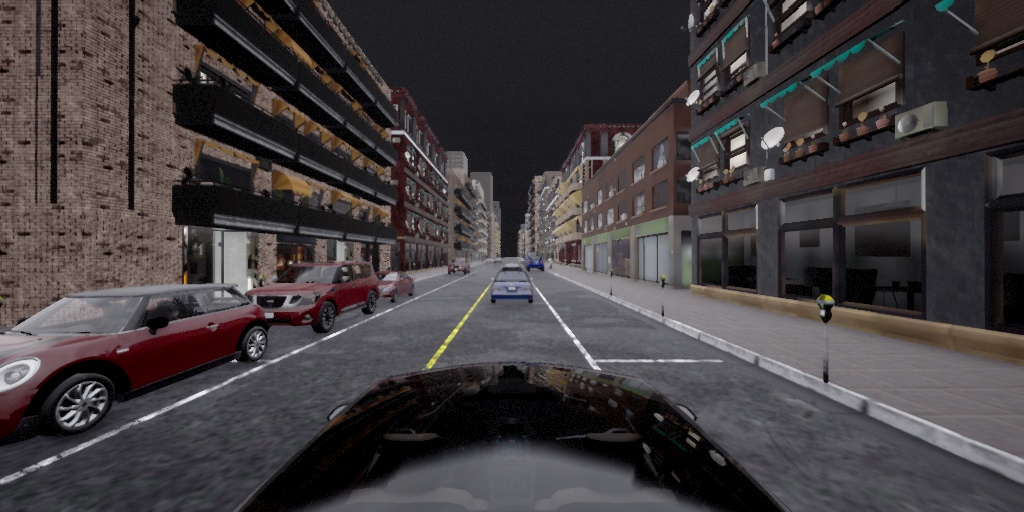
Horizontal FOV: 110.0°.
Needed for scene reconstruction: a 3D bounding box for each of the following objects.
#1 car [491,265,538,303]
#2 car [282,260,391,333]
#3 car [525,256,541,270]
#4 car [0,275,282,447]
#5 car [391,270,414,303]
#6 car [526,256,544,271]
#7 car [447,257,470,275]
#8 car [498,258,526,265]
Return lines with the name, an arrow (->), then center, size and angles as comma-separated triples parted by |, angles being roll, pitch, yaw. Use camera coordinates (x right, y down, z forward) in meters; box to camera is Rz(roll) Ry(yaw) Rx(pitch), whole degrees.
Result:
car -> 0.000, 1.313, 16.500 | 2.033, 1.411, 5.357 | 0, 0, 0
car -> -5.692, 1.063, 10.861 | 2.192, 1.841, 5.009 | 0, 0, 0
car -> 3.106, 0.974, 55.065 | 2.150, 2.045, 5.566 | 0, 0, 0
car -> -5.692, 1.188, 5.224 | 1.967, 1.591, 4.097 | 0, 0, 0
car -> -5.692, 1.331, 16.497 | 1.802, 1.307, 4.207 | 0, 0, 0
car -> 3.106, 0.975, 48.065 | 2.150, 2.045, 5.566 | 0, 0, 0
car -> -5.692, 1.062, 39.043 | 2.192, 1.841, 5.009 | 0, 0, 0
car -> 0.000, 1.234, 31.499 | 1.882, 1.535, 5.008 | 0, 0, 0
